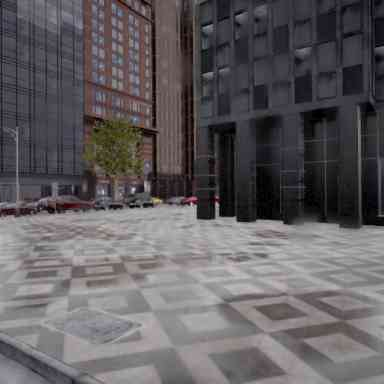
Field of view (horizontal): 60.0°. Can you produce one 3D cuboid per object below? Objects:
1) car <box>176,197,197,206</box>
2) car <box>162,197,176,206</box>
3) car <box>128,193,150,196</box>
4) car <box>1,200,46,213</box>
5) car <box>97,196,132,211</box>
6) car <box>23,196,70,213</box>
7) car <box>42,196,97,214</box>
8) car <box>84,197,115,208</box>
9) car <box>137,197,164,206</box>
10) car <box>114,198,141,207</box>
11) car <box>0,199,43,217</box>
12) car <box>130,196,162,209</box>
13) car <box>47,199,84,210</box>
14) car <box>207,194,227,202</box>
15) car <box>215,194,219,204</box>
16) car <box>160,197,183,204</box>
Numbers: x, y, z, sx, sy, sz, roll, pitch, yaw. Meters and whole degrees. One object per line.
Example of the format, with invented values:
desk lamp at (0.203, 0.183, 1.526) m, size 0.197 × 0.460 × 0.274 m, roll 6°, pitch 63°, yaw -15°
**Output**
car at (-0.025, 1.463, 53.064) m, size 1.887 × 1.381 × 4.507 m, roll -1°, pitch 0°, yaw 35°
car at (-2.033, 1.496, 54.758) m, size 2.033 × 1.411 × 5.357 m, roll -1°, pitch 0°, yaw 35°
car at (-8.599, 1.219, 50.790) m, size 2.150 × 2.045 × 5.566 m, roll -1°, pitch 0°, yaw 35°
car at (-19.864, 1.644, 39.366) m, size 1.947 × 1.339 × 4.313 m, roll -1°, pitch 0°, yaw 35°
car at (-9.648, 1.526, 39.152) m, size 1.947 × 1.339 × 4.313 m, roll -1°, pitch 0°, yaw 35°
car at (-16.879, 1.393, 38.843) m, size 2.097 × 1.767 × 4.553 m, roll -1°, pitch 0°, yaw 35°
car at (-12.857, 1.291, 34.515) m, size 2.192 × 1.841 × 5.009 m, roll -1°, pitch 0°, yaw 35°
car at (-13.450, 1.485, 48.642) m, size 1.967 × 1.590 × 4.097 m, roll -1°, pitch 0°, yaw 35°
car at (-7.129, 1.546, 57.778) m, size 1.752 × 1.417 × 4.829 m, roll -1°, pitch 0°, yaw 35°
car at (-10.240, 1.614, 53.280) m, size 1.802 × 1.307 × 4.206 m, roll -1°, pitch 0°, yaw 35°
car at (-16.063, 1.577, 29.876) m, size 1.802 × 1.307 × 4.206 m, roll -1°, pitch 0°, yaw 35°
car at (-6.440, 1.510, 43.788) m, size 1.947 × 1.339 × 4.313 m, roll -1°, pitch 0°, yaw 35°
car at (-16.656, 1.643, 44.004) m, size 1.802 × 1.307 × 4.206 m, roll -1°, pitch 0°, yaw 35°
car at (5.799, 1.297, 76.472) m, size 2.192 × 1.841 × 5.009 m, roll -1°, pitch 0°, yaw 35°
car at (3.181, 1.223, 57.703) m, size 2.192 × 1.841 × 5.009 m, roll -1°, pitch 0°, yaw 35°
car at (-3.824, 1.575, 62.557) m, size 1.947 × 1.339 × 4.313 m, roll -1°, pitch 0°, yaw 35°
